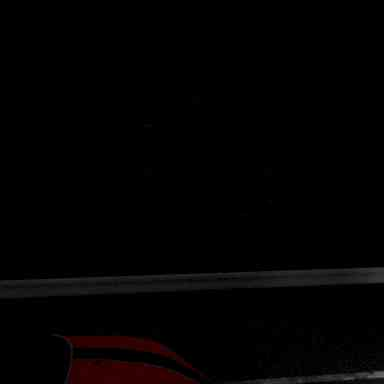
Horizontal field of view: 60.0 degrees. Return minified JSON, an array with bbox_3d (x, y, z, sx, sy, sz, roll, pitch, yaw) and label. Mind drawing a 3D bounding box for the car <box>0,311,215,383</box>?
[{"bbox_3d":[-1.856,1.352,1.661,4.553,1.767,2.097,0,0,-6],"label":"car"}]
